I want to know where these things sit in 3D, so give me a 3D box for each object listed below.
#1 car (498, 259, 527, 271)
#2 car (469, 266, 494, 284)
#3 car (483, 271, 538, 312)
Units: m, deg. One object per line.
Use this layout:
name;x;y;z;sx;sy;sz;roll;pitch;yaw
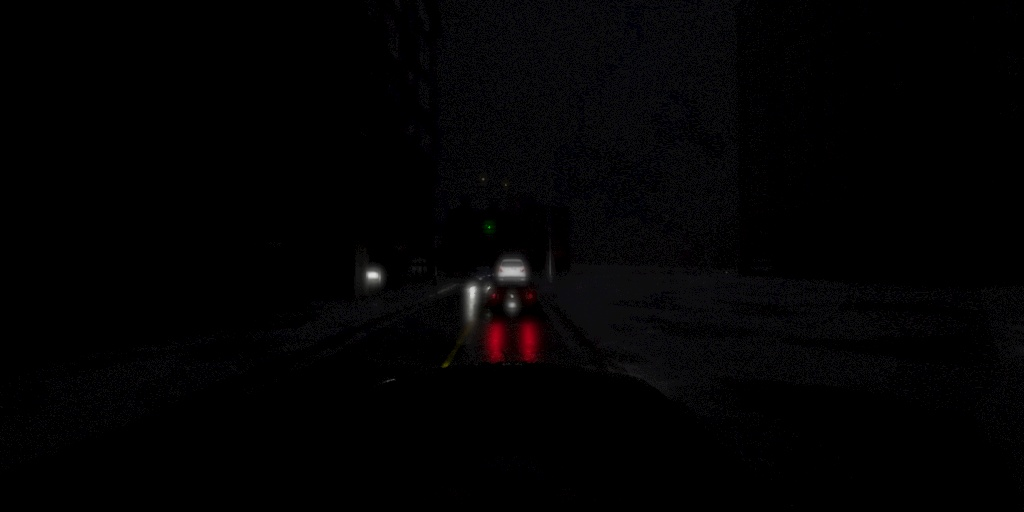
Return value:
car;0.025;1.272;29.423;2.150;2.045;5.566;0;0;0
car;-2.508;1.591;31.018;1.812;1.442;4.674;0;-1;1
car;0.027;1.491;15.107;1.895;1.301;4.718;0;-1;1
